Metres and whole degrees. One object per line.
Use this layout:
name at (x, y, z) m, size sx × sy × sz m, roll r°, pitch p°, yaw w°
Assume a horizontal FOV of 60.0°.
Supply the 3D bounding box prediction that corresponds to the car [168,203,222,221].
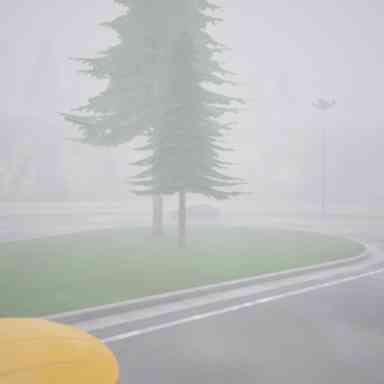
car at (0.256, 1.725, 29.283) m, size 4.674 × 1.442 × 1.812 m, roll 1°, pitch -1°, yaw 1°

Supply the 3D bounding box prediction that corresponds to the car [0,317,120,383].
car at (-2.804, 1.458, 1.682) m, size 5.008 × 1.535 × 1.882 m, roll 1°, pitch 0°, yaw -36°
